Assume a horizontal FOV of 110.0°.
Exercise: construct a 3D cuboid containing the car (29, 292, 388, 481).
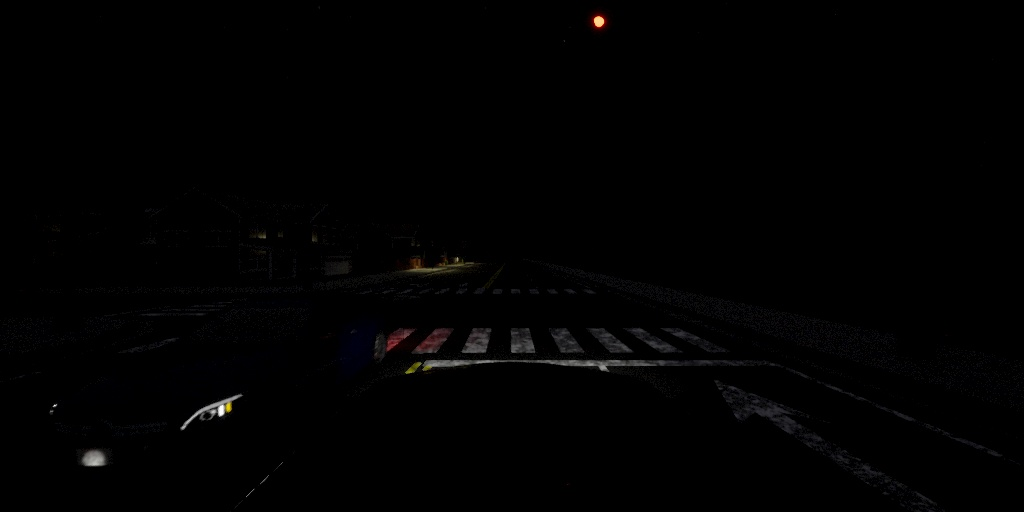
[{"bbox_3d":[-3.249,1.307,5.121,1.812,1.442,4.674,0,0,0],"label":"car"}]
